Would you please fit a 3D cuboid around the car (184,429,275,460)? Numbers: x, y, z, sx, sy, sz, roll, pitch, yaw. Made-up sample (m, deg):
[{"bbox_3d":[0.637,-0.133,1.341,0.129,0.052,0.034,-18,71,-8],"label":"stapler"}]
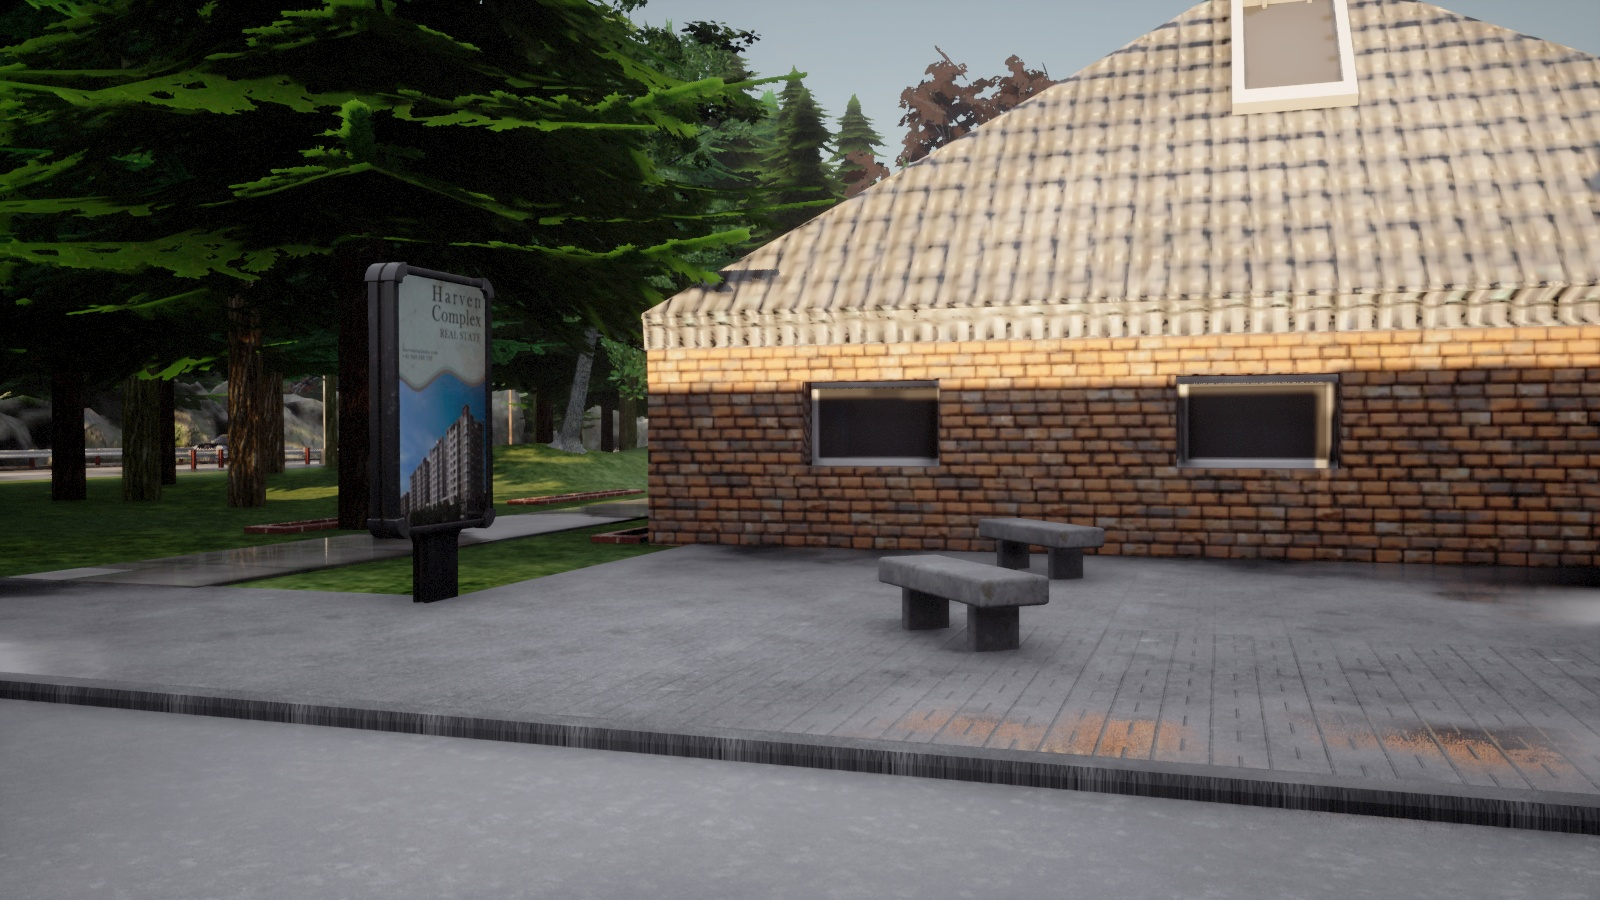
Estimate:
[{"bbox_3d":[-27.548,-0.284,60.746,1.970,1.475,3.806,1,1,18],"label":"car"}]
